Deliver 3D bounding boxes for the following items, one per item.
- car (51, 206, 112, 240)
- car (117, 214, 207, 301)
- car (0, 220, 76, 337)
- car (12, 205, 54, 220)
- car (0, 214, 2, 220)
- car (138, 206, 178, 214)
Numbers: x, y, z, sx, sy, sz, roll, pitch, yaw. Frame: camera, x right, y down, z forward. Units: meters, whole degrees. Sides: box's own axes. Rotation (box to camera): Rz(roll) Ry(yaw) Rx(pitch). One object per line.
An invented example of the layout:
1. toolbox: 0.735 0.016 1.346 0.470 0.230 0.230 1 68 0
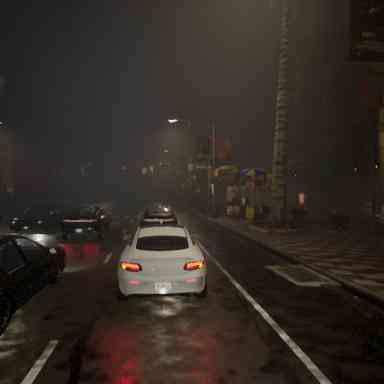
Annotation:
1. car: -5.248 1.485 17.007 2.128 1.511 4.902 0 0 -7
2. car: -0.745 1.523 8.265 1.812 1.442 4.674 0 0 -6
3. car: -3.972 1.545 6.393 2.033 1.411 5.357 0 0 -6
4. car: -9.296 1.539 20.574 2.033 1.411 5.357 0 0 -7
5. car: -12.590 1.594 18.551 1.895 1.301 4.718 0 0 -7
6. car: -1.765 1.485 17.367 2.128 1.511 4.902 0 0 -7
